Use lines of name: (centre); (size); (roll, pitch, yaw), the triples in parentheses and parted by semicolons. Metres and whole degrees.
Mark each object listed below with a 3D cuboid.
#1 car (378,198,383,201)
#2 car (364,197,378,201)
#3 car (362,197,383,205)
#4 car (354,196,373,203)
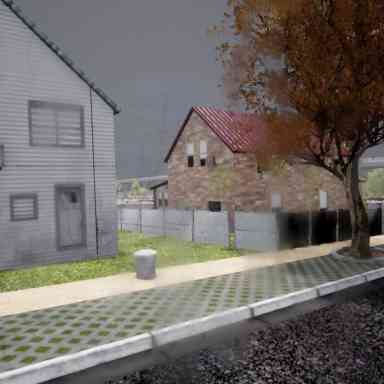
car: (31.853, 1.771, 56.163); (1.837, 1.490, 4.892); (-2, -1, 1)
car: (28.589, 1.727, 56.101); (2.097, 1.767, 4.553); (-2, 0, 1)
car: (35.232, 1.745, 64.807); (1.812, 1.442, 4.674); (-2, 0, 0)
car: (38.570, 1.679, 74.954); (1.895, 1.301, 4.718); (-2, 0, 0)
